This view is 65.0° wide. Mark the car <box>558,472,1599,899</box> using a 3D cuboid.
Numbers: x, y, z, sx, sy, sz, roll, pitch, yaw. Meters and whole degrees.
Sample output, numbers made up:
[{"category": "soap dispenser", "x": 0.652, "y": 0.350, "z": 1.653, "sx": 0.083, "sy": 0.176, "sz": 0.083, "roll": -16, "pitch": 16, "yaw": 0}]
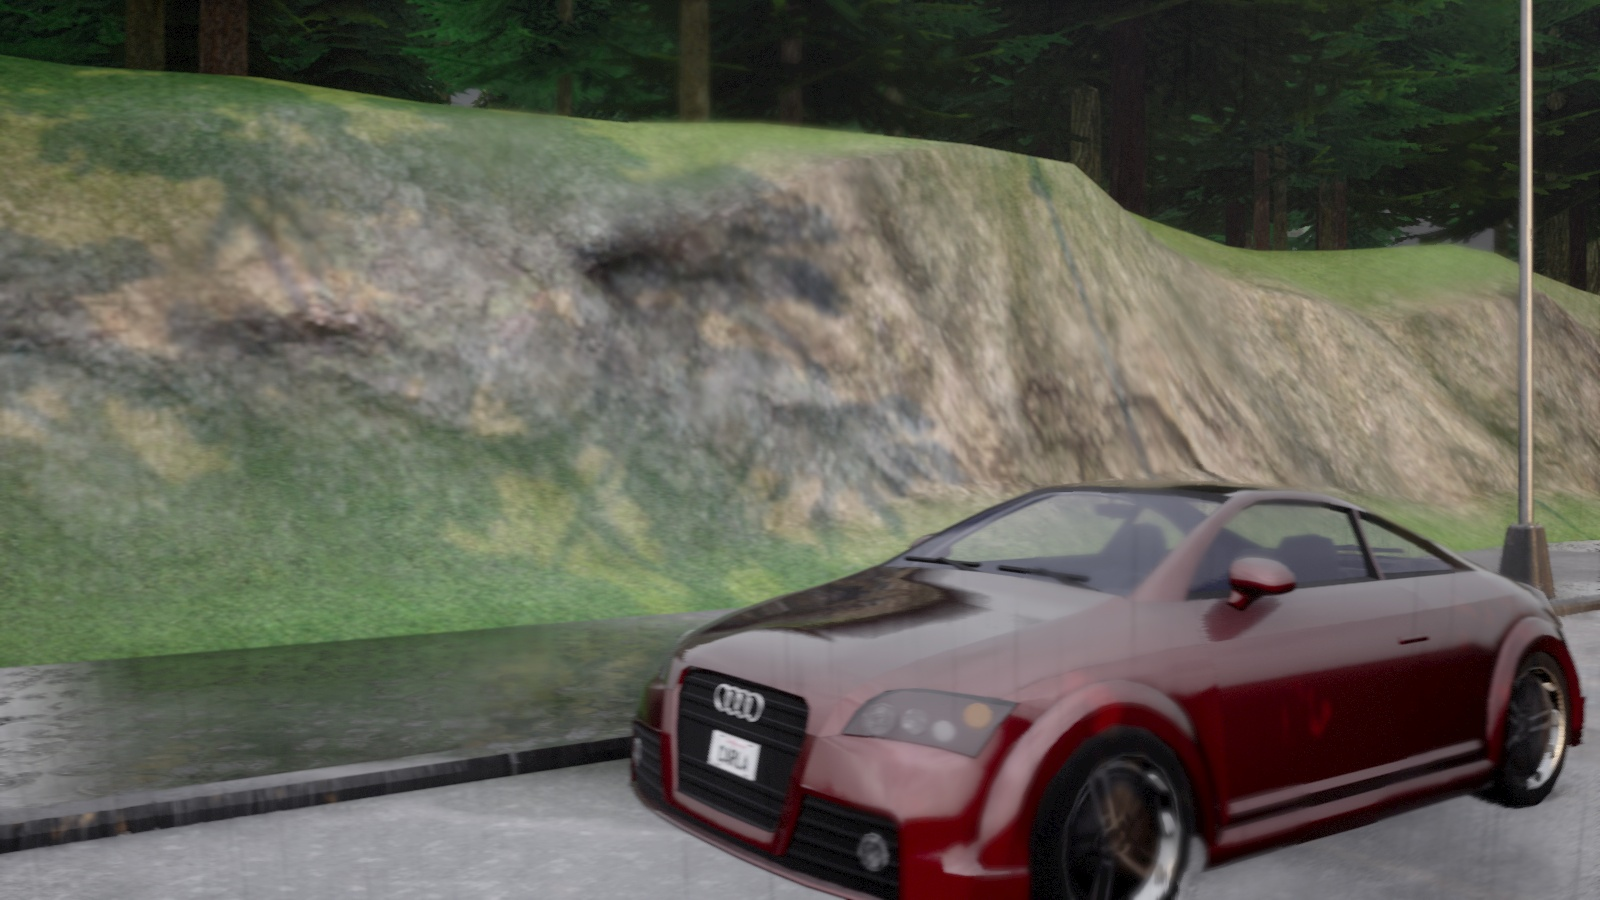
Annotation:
[{"category": "car", "x": 1.355, "y": 0.819, "z": 5.210, "sx": 4.181, "sy": 1.385, "sz": 1.994, "roll": 0, "pitch": 0, "yaw": -35}]
